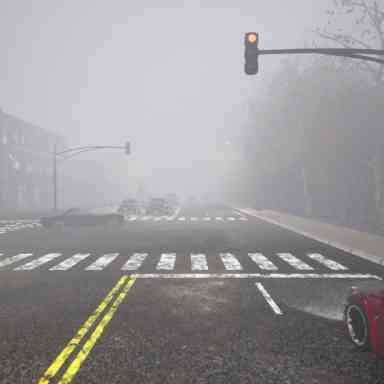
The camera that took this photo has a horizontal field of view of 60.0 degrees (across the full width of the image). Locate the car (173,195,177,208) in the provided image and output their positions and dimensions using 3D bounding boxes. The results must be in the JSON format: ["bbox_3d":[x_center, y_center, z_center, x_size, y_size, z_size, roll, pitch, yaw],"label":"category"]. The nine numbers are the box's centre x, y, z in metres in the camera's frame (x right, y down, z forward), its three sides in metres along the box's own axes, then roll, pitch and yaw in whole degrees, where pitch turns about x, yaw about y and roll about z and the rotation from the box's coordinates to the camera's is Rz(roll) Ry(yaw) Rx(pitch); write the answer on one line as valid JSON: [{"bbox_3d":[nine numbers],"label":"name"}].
[{"bbox_3d":[-3.411,1.533,43.607,2.033,1.411,5.357,0,0,1],"label":"car"}]

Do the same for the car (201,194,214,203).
[{"bbox_3d":[3.235,1.576,66.113,1.895,1.301,4.718,0,0,0],"label":"car"}]

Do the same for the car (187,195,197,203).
[{"bbox_3d":[-0.014,1.327,66.420,2.097,1.767,4.553,0,0,0],"label":"car"}]

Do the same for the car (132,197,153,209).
[{"bbox_3d":[-6.663,1.476,45.098,2.128,1.511,4.902,0,0,0],"label":"car"}]

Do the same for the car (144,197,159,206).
[{"bbox_3d":[-6.668,1.506,55.231,1.812,1.442,4.674,0,0,0],"label":"car"}]

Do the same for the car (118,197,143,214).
[{"bbox_3d":[-6.653,1.494,35.675,1.837,1.490,4.892,0,0,0],"label":"car"}]

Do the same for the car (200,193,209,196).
[{"bbox_3d":[3.123,1.194,76.296,2.150,2.045,5.566,0,0,0],"label":"car"}]

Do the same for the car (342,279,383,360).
[{"bbox_3d":[3.347,1.563,3.531,1.994,1.385,4.181,0,0,0],"label":"car"}]

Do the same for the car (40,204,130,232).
[{"bbox_3d":[-6.377,1.592,19.680,4.718,1.301,1.895,0,0,-24],"label":"car"}]

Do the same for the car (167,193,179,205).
[{"bbox_3d":[-3.425,1.202,53.965,2.150,2.045,5.566,0,0,1],"label":"car"}]

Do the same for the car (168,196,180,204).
[{"bbox_3d":[-3.406,1.523,64.569,2.033,1.411,5.357,0,0,0],"label":"car"}]

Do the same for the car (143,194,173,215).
[{"bbox_3d":[-3.403,1.342,34.133,2.097,1.767,4.553,0,0,0],"label":"car"}]
